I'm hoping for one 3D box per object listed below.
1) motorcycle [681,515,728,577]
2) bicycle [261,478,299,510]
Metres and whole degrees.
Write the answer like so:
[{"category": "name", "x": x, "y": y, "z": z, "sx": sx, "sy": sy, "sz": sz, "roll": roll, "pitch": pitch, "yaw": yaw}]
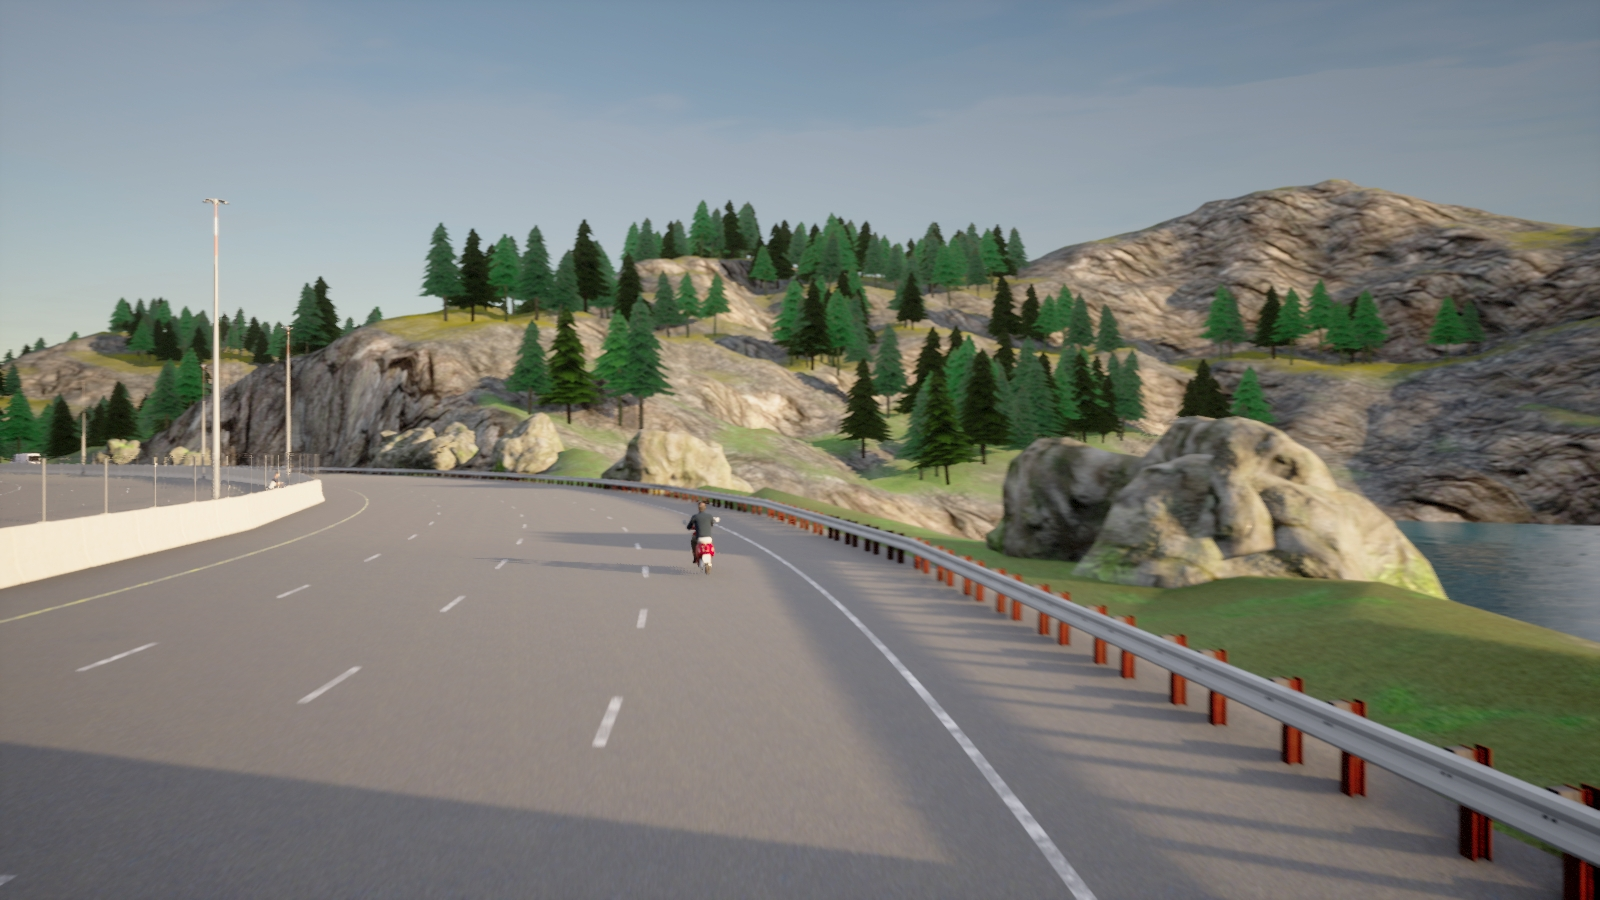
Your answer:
[{"category": "motorcycle", "x": -2.214, "y": 2.200, "z": 26.385, "sx": 0.856, "sy": 1.236, "sz": 1.805, "roll": -3, "pitch": 0, "yaw": -10}, {"category": "bicycle", "x": -25.206, "y": 2.114, "z": 55.378, "sx": 1.643, "sy": 1.514, "sz": 0.373, "roll": 0, "pitch": -1, "yaw": -17}]
